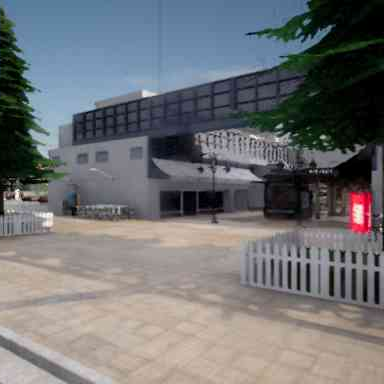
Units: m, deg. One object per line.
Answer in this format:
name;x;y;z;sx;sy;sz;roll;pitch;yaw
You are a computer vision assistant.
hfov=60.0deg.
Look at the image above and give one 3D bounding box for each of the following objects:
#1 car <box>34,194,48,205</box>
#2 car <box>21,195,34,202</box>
car;-24.394;1.243;56.957;4.605;1.855;1.932;0;0;36
car;-35.591;1.495;73.015;4.514;1.523;2.007;0;0;36
